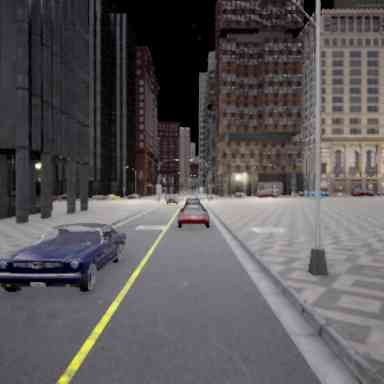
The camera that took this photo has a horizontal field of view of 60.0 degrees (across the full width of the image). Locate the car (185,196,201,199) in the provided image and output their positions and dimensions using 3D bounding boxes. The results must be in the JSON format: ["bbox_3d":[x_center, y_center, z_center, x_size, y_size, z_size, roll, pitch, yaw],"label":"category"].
[{"bbox_3d":[0.108,1.209,43.130,2.128,1.511,4.902,0,0,0],"label":"car"}]

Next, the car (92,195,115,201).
[{"bbox_3d":[-20.778,1.382,76.555,4.403,1.369,2.008,-1,1,0],"label":"car"}]

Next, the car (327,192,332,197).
[{"bbox_3d":[33.620,0.572,85.154,4.403,1.369,2.008,-1,1,0],"label":"car"}]

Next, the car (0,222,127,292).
[{"bbox_3d":[-3.098,1.535,8.882,1.895,1.301,4.718,0,0,0],"label":"car"}]

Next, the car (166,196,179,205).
[{"bbox_3d":[-2.991,1.270,52.092,2.033,1.411,5.357,0,0,0],"label":"car"}]

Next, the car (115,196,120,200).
[{"bbox_3d":[-20.937,1.319,85.079,4.829,1.417,1.752,-1,1,0],"label":"car"}]

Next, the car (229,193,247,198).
[{"bbox_3d":[11.785,0.863,85.163,4.403,1.369,2.008,-1,1,0],"label":"car"}]

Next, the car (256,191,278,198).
[{"bbox_3d":[17.227,0.592,76.632,5.009,1.841,2.192,-1,1,0],"label":"car"}]

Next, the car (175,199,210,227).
[{"bbox_3d":[0.105,1.409,21.573,1.994,1.385,4.181,0,0,0],"label":"car"}]

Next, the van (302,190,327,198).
[{"bbox_3d":[28.147,0.473,76.628,3.998,1.788,1.690,-1,1,0],"label":"van"}]

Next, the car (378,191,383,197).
[{"bbox_3d":[44.529,0.477,76.625,4.403,1.369,2.008,-1,1,0],"label":"car"}]

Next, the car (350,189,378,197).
[{"bbox_3d":[39.066,0.308,76.623,5.009,1.841,2.192,-1,1,0],"label":"car"}]

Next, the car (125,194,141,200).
[{"bbox_3d":[-15.124,1.270,85.077,4.313,1.339,1.947,-1,1,0],"label":"car"}]

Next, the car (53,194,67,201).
[{"bbox_3d":[-32.065,1.556,76.560,4.507,1.381,1.887,-1,1,0],"label":"car"}]

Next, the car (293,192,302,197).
[{"bbox_3d":[28.161,0.636,85.156,4.507,1.381,1.887,-1,1,0],"label":"car"}]
